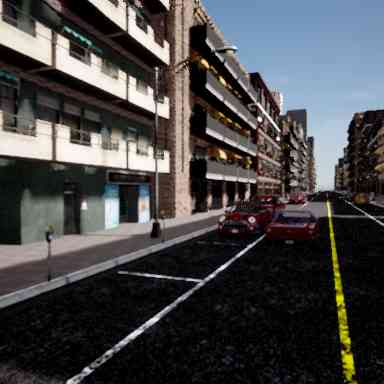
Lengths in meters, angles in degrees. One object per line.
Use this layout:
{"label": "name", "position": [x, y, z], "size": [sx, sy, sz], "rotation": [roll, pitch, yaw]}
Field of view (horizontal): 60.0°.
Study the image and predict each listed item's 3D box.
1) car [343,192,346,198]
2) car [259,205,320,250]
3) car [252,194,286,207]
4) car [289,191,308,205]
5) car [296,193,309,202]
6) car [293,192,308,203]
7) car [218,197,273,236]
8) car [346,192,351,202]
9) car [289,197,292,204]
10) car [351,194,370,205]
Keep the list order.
{"label": "car", "position": [35.890, 0.752, 76.812], "size": [2.008, 1.369, 4.403], "rotation": [0, 1, 22]}
{"label": "car", "position": [4.303, 1.463, 13.938], "size": [1.895, 1.301, 4.718], "rotation": [0, 1, 22]}
{"label": "car", "position": [4.865, 1.098, 22.490], "size": [2.192, 1.841, 5.009], "rotation": [0, 1, 22]}
{"label": "car", "position": [15.437, 0.832, 48.612], "size": [2.192, 1.841, 5.009], "rotation": [0, 1, 22]}
{"label": "car", "position": [19.666, 0.954, 59.064], "size": [1.887, 1.381, 4.507], "rotation": [0, 1, 22]}
{"label": "car", "position": [17.550, 0.903, 53.837], "size": [1.967, 1.590, 4.097], "rotation": [0, 1, 22]}
{"label": "car", "position": [2.750, 1.276, 17.267], "size": [1.967, 1.590, 4.097], "rotation": [0, 1, 22]}
{"label": "car", "position": [27.432, 0.962, 55.916], "size": [1.887, 1.381, 4.507], "rotation": [0, 1, 22]}
{"label": "car", "position": [6.979, 1.312, 27.717], "size": [1.802, 1.307, 4.206], "rotation": [0, 1, 22]}
{"label": "car", "position": [23.267, 1.048, 45.624], "size": [1.752, 1.417, 4.829], "rotation": [0, 1, 22]}
